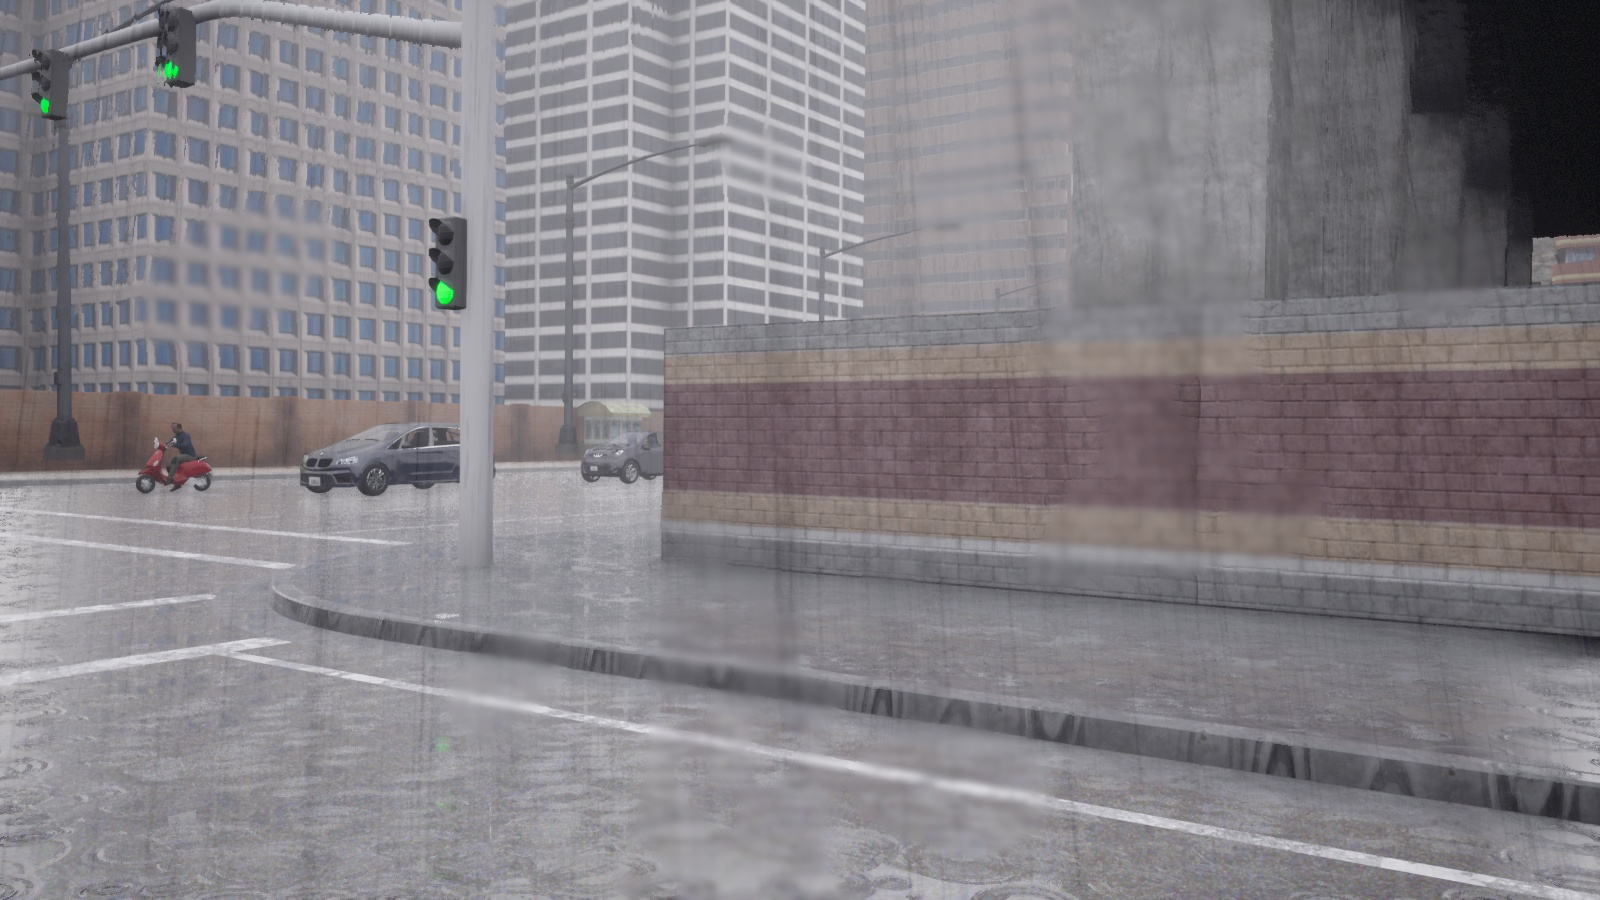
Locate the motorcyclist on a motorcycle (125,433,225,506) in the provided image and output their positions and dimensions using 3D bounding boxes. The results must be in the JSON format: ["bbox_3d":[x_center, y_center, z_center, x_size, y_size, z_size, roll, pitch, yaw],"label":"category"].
[{"bbox_3d":[-14.162,0.424,28.516,0.866,1.590,1.817,0,1,34],"label":"motorcyclist on a motorcycle"}]

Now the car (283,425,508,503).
[{"bbox_3d":[-9.350,0.259,29.396,2.242,1.667,4.611,0,1,34],"label":"car"}]

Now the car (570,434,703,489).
[{"bbox_3d":[-4.681,0.292,36.289,1.845,1.501,3.633,0,1,34],"label":"car"}]
